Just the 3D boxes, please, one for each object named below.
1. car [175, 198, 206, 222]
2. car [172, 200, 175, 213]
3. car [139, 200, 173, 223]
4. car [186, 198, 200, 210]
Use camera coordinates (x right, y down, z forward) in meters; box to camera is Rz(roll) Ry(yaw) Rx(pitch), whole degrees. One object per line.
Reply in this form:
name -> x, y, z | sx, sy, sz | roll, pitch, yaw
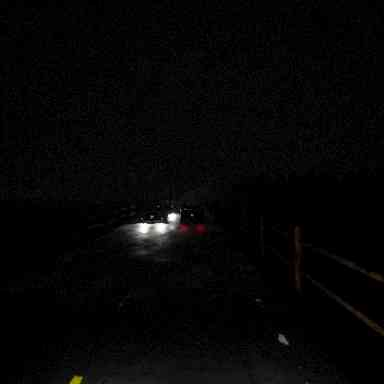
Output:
car -> 0.035, 1.481, 26.567 | 2.128, 1.511, 4.902 | 0, 0, 1
car -> -2.778, 1.586, 37.203 | 1.895, 1.301, 4.718 | 0, 0, 1
car -> -2.781, 1.554, 25.197 | 1.994, 1.385, 4.181 | 0, 0, 1
car -> 0.072, 1.508, 44.466 | 1.812, 1.442, 4.674 | 0, 0, 0
